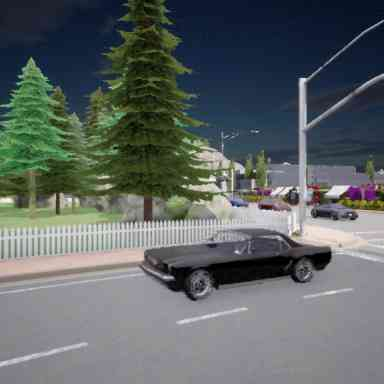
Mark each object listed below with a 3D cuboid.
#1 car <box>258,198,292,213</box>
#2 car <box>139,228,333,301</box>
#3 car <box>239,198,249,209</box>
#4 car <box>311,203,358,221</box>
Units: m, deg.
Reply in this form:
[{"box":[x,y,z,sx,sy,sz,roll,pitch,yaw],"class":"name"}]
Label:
[{"box":[9.315,1.436,37.708,2.097,1.767,4.553,0,0,-16],"class":"car"},{"box":[1.143,1.606,8.308,4.718,1.301,1.895,0,0,-27],"class":"car"},{"box":[6.386,1.564,47.602,1.882,1.535,5.008,0,0,-17],"class":"car"},{"box":[12.069,1.646,28.417,1.994,1.385,4.181,0,0,-16],"class":"car"}]
